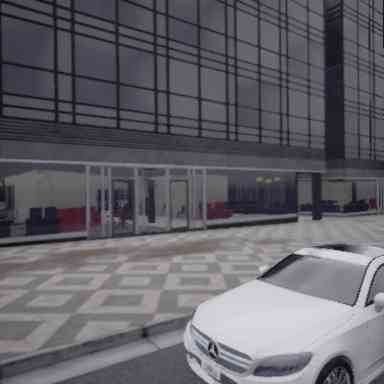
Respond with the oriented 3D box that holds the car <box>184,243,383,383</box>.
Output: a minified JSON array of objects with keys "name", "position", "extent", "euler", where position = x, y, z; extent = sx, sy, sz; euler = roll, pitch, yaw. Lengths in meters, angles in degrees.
[{"name":"car","position":[2.082,1.534,4.747],"extent":[4.674,1.442,1.812],"euler":[0,0,-36]}]
